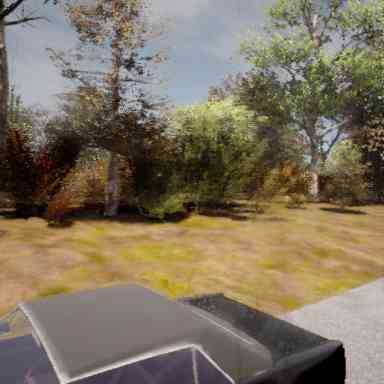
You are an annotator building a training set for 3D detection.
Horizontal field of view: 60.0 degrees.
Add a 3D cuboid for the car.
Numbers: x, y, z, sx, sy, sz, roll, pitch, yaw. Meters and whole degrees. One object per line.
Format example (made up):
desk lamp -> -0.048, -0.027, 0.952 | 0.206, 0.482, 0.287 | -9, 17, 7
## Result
car -> -0.983, 1.557, 2.409 | 4.718, 1.301, 1.895 | 0, 1, -36
